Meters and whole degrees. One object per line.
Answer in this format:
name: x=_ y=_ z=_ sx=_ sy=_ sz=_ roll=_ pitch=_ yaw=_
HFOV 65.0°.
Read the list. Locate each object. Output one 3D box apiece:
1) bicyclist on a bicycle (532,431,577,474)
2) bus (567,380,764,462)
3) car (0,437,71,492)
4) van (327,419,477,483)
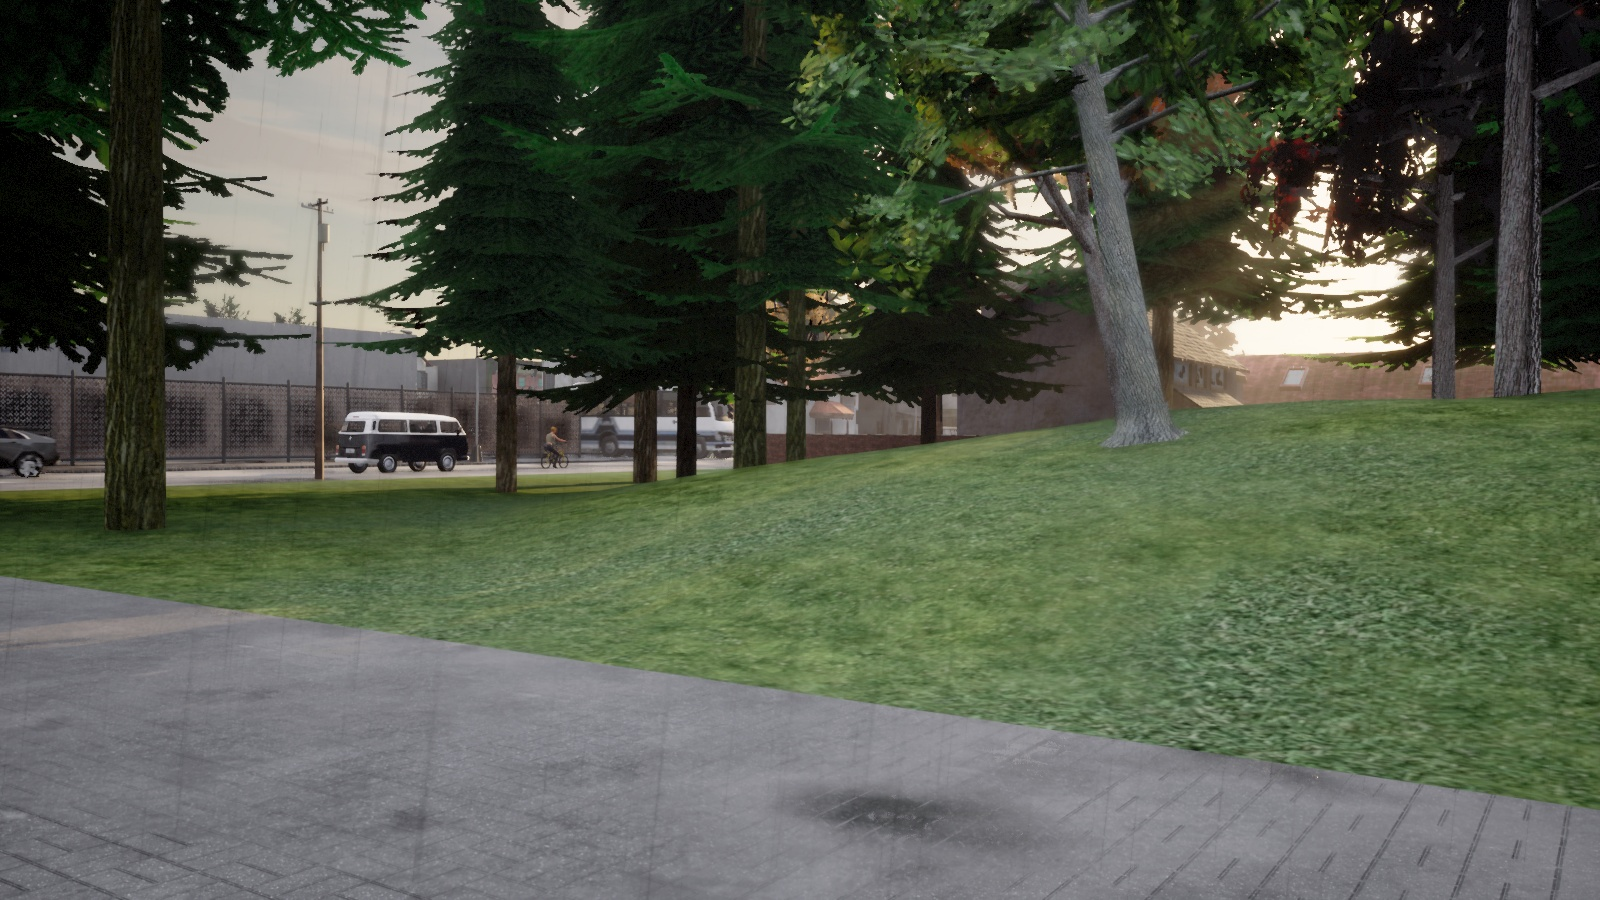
bicyclist on a bicycle: x=-9.428 y=0.093 z=48.303 sx=0.866 sy=1.612 sz=1.509 roll=0 pitch=1 yaw=33
bus: x=-7.440 y=-1.521 z=69.038 sx=10.273 sy=4.253 sz=3.944 roll=0 pitch=1 yaw=27
car: x=-23.246 y=0.424 z=34.724 sx=2.128 sy=1.511 sz=4.902 roll=0 pitch=1 yaw=34
van: x=-13.355 y=-0.004 z=42.402 sx=2.069 sy=2.038 sz=4.480 roll=0 pitch=1 yaw=34
